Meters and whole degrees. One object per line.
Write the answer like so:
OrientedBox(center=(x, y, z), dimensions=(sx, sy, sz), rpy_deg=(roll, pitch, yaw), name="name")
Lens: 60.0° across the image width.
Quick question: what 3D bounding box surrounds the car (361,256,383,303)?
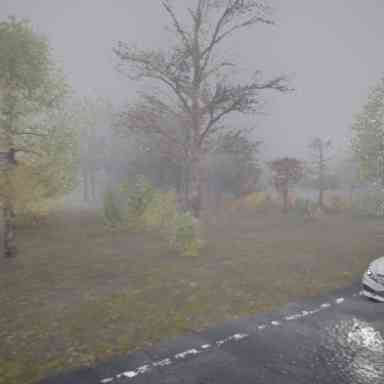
OrientedBox(center=(5.457, 1.496, 6.964), dimensions=(4.674, 1.442, 1.812), rpy_deg=(0, 0, -35), name="car")
